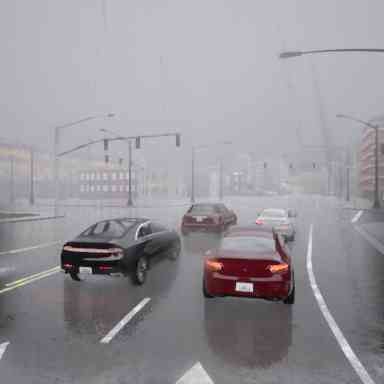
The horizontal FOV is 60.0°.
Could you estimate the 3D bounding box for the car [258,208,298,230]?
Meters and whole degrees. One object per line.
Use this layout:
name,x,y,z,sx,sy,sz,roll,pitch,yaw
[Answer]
car,4.203,1.525,16.582,1.812,1.442,4.674,0,0,20

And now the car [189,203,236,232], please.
car,1.057,1.351,18.046,2.097,1.767,4.553,0,0,19

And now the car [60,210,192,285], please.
car,-1.724,1.491,9.599,2.128,1.511,4.902,0,0,14

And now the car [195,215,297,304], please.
car,1.458,1.525,8.150,1.812,1.442,4.674,0,0,13
